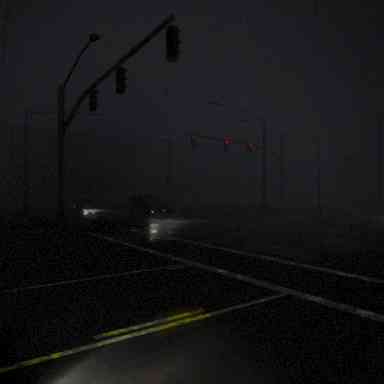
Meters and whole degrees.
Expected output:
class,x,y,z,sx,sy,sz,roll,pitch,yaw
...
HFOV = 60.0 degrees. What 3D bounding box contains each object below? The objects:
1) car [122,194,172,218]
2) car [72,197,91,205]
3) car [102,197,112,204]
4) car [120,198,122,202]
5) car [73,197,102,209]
class,x,y,z,sx,sy,sz,roll,pitch,yaw
car,-3.954,1.222,30.244,2.150,2.045,5.566,0,0,-35
car,-20.206,1.564,61.059,1.994,1.385,4.181,0,0,1
car,-16.505,1.601,62.713,1.895,1.301,4.718,0,0,3
car,-13.677,1.524,72.541,1.812,1.442,4.674,0,0,30
car,-14.408,1.492,44.970,2.128,1.511,4.902,0,0,-34
